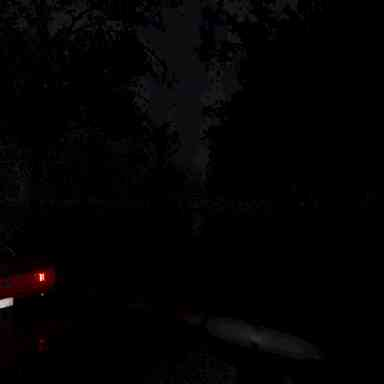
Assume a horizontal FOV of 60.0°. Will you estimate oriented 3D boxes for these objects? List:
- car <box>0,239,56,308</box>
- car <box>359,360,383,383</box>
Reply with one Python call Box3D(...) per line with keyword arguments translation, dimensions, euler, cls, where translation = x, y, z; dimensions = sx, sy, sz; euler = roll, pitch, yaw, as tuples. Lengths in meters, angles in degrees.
Box3D(translation=(-4.993, 1.611, 6.964), dimensions=(4.718, 1.301, 1.895), euler=(0, 0, 36), cls="car")
Box3D(translation=(3.162, 1.504, 1.122), dimensions=(4.892, 1.490, 1.837), euler=(0, 0, 35), cls="car")
